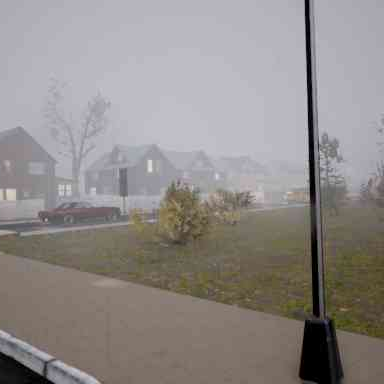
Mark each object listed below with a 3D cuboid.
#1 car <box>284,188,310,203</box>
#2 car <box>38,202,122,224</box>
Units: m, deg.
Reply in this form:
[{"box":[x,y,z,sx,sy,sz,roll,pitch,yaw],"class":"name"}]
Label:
[{"box":[13.946,0.593,42.269,1.882,1.535,5.008,-2,-1,44],"class":"car"},{"box":[-6.726,1.251,20.442,1.895,1.301,4.718,-2,-1,43],"class":"car"}]
